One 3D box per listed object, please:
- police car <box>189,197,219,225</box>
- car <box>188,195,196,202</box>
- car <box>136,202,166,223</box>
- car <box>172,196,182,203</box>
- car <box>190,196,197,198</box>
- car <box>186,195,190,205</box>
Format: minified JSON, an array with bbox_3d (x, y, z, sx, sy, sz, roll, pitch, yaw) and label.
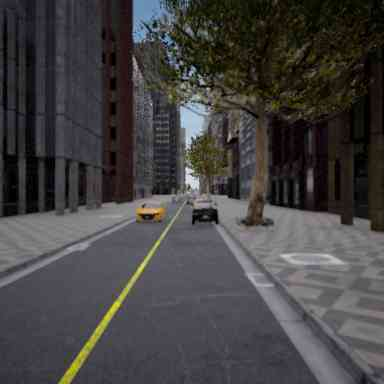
[{"bbox_3d":[0.902,1.431,24.480,1.930,1.638,5.238,0,0,0],"label":"police car"},{"bbox_3d":[0.006,1.357,74.923,1.882,1.535,5.008,0,0,0],"label":"car"},{"bbox_3d":[-3.095,1.483,25.699,1.882,1.535,5.008,0,0,0],"label":"car"},{"bbox_3d":[-3.000,1.526,67.084,2.128,1.511,4.902,0,0,0],"label":"car"},{"bbox_3d":[0.903,1.485,34.371,1.882,1.535,5.008,0,0,0],"label":"car"},{"bbox_3d":[0.005,1.575,59.923,1.994,1.385,4.181,0,0,0],"label":"car"}]
